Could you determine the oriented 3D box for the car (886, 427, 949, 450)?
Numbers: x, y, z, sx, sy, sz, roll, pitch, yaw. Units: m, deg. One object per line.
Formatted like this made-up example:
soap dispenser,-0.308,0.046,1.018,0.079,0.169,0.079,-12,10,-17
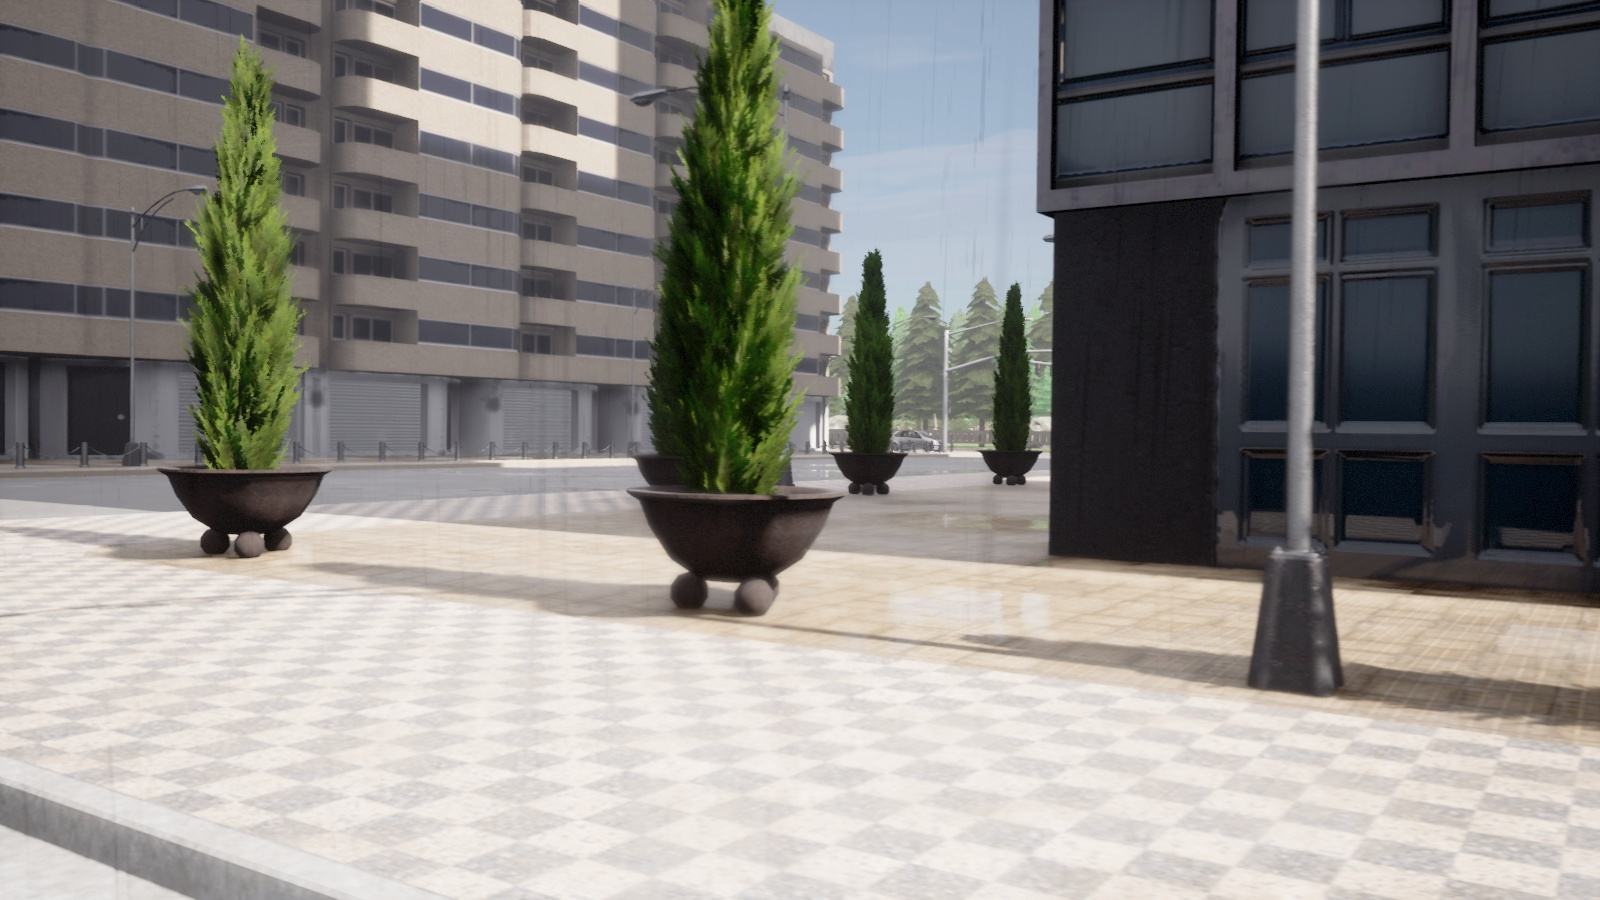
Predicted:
car,8.223,-0.805,88.065,3.988,1.617,1.851,0,1,34
